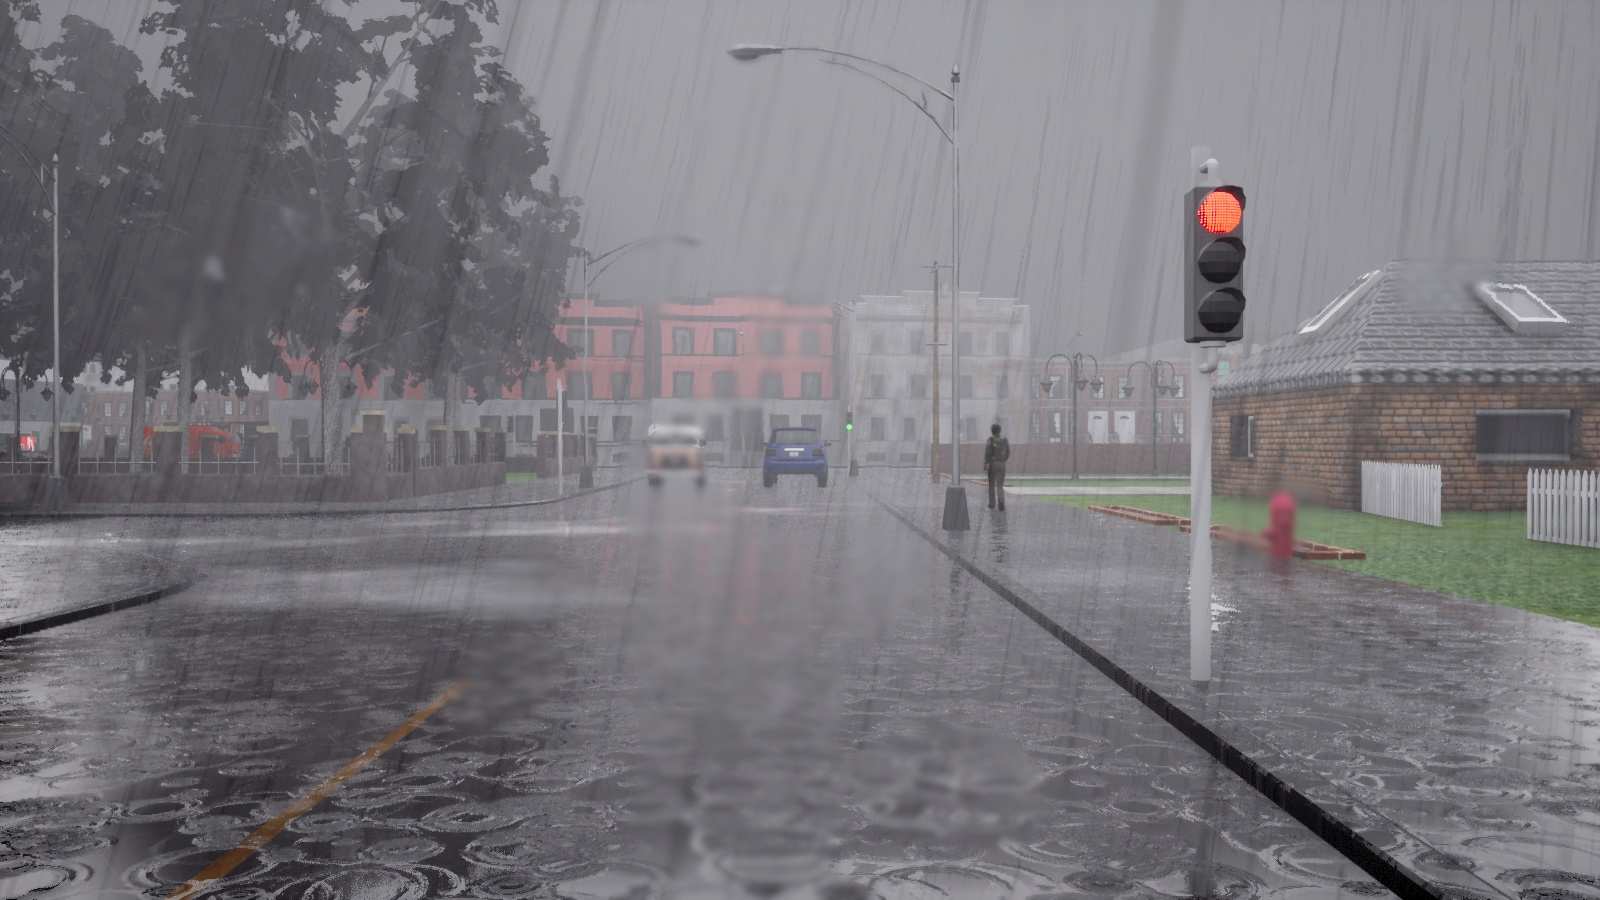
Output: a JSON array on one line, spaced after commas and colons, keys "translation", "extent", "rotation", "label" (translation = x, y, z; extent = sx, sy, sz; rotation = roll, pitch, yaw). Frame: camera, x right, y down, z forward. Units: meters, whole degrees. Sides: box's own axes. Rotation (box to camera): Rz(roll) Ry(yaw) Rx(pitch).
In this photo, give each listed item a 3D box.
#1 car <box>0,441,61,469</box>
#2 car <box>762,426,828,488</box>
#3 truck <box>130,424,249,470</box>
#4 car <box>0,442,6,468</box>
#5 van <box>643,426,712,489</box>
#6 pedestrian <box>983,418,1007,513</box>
[{"translation": [-43.552, 0.280, 68.744], "extent": [4.902, 1.511, 2.128], "rotation": [0, 0, 0], "label": "car"}, {"translation": [-0.117, 0.215, 44.220], "extent": [2.150, 2.045, 5.566], "rotation": [0, 0, 2], "label": "car"}, {"translation": [-33.388, -0.152, 68.773], "extent": [5.204, 2.467, 2.627], "rotation": [0, 0, 0], "label": "truck"}, {"translation": [-49.041, 0.296, 72.730], "extent": [4.792, 1.488, 2.163], "rotation": [0, 0, 0], "label": "car"}, {"translation": [-4.137, 0.224, 42.958], "extent": [2.069, 2.038, 4.480], "rotation": [0, 0, -2], "label": "van"}, {"translation": [4.024, 0.311, 25.929], "extent": [0.395, 1.930, 0.692], "rotation": [0, 0, -1], "label": "pedestrian"}]
